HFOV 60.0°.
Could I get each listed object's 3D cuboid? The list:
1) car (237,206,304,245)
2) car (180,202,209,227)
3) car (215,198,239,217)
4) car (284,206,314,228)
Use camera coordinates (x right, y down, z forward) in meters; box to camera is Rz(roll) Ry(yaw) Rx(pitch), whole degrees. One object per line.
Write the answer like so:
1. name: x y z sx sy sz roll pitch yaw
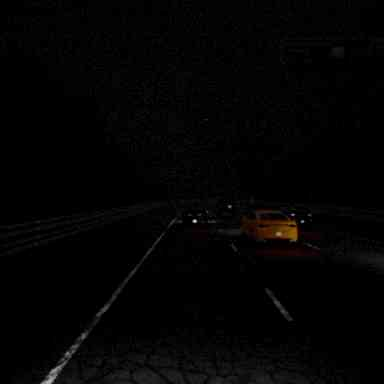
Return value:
1. car: 3.669 1.639 16.476 1.882 1.535 5.008 0 -1 0
2. car: 0.204 1.756 25.042 1.837 1.490 4.892 0 -1 0
3. car: 3.773 1.606 35.634 2.150 2.045 5.566 0 -1 1
4. car: 7.202 1.739 24.024 2.128 1.511 4.902 0 -1 0
